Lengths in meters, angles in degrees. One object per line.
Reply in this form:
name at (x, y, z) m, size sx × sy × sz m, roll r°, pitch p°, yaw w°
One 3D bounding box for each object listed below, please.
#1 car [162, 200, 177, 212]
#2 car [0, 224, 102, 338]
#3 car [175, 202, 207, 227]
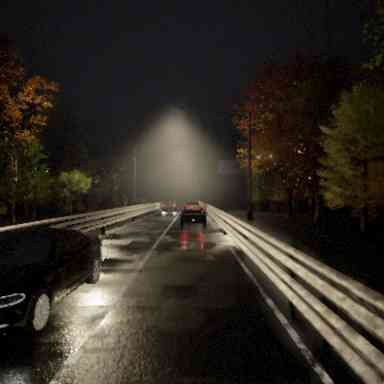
car at (-3.339, 2.041, 50.297) m, size 2.097 × 1.767 × 4.553 m, roll 0°, pitch -1°, yaw 0°
car at (-3.350, 1.524, 6.989) m, size 1.882 × 1.535 × 5.008 m, roll 0°, pitch -1°, yaw 0°
car at (0.094, 1.746, 24.921) m, size 2.128 × 1.511 × 4.902 m, roll 0°, pitch -1°, yaw 0°
